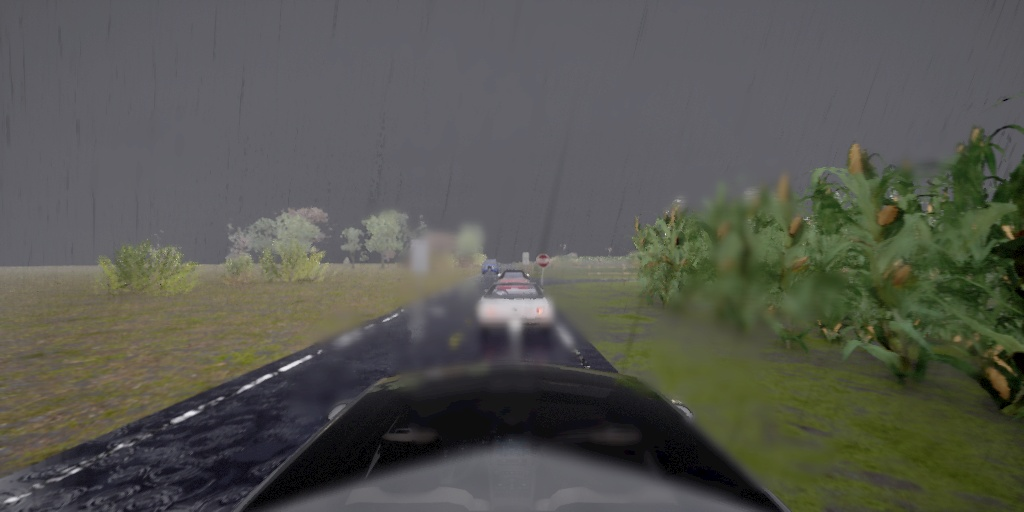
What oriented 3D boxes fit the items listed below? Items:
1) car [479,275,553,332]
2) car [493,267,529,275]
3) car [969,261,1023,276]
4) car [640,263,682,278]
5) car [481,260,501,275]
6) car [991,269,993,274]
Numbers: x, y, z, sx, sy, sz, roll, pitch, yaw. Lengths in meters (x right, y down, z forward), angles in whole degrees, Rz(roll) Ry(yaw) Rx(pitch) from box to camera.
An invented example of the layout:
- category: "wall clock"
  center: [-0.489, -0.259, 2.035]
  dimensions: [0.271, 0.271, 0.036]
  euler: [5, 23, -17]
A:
- category: "car"
  center: [0.102, 1.453, 11.228]
  dimensions: [1.895, 1.301, 4.718]
  euler: [0, -1, 0]
- category: "car"
  center: [0.101, 1.525, 21.257]
  dimensions: [1.994, 1.385, 4.181]
  euler: [0, -1, 0]
- category: "car"
  center: [49.119, 1.251, 35.386]
  dimensions: [5.357, 1.411, 2.033]
  euler: [-1, -2, -1]
- category: "car"
  center: [15.020, 1.455, 34.968]
  dimensions: [5.008, 1.535, 1.882]
  euler: [-1, -2, -1]
- category: "car"
  center: [-2.991, 1.507, 49.836]
  dimensions: [2.150, 2.045, 5.566]
  euler: [0, -1, -1]
- category: "car"
  center: [43.649, 1.125, 32.514]
  dimensions: [4.892, 1.490, 1.837]
  euler: [-1, -2, 0]
